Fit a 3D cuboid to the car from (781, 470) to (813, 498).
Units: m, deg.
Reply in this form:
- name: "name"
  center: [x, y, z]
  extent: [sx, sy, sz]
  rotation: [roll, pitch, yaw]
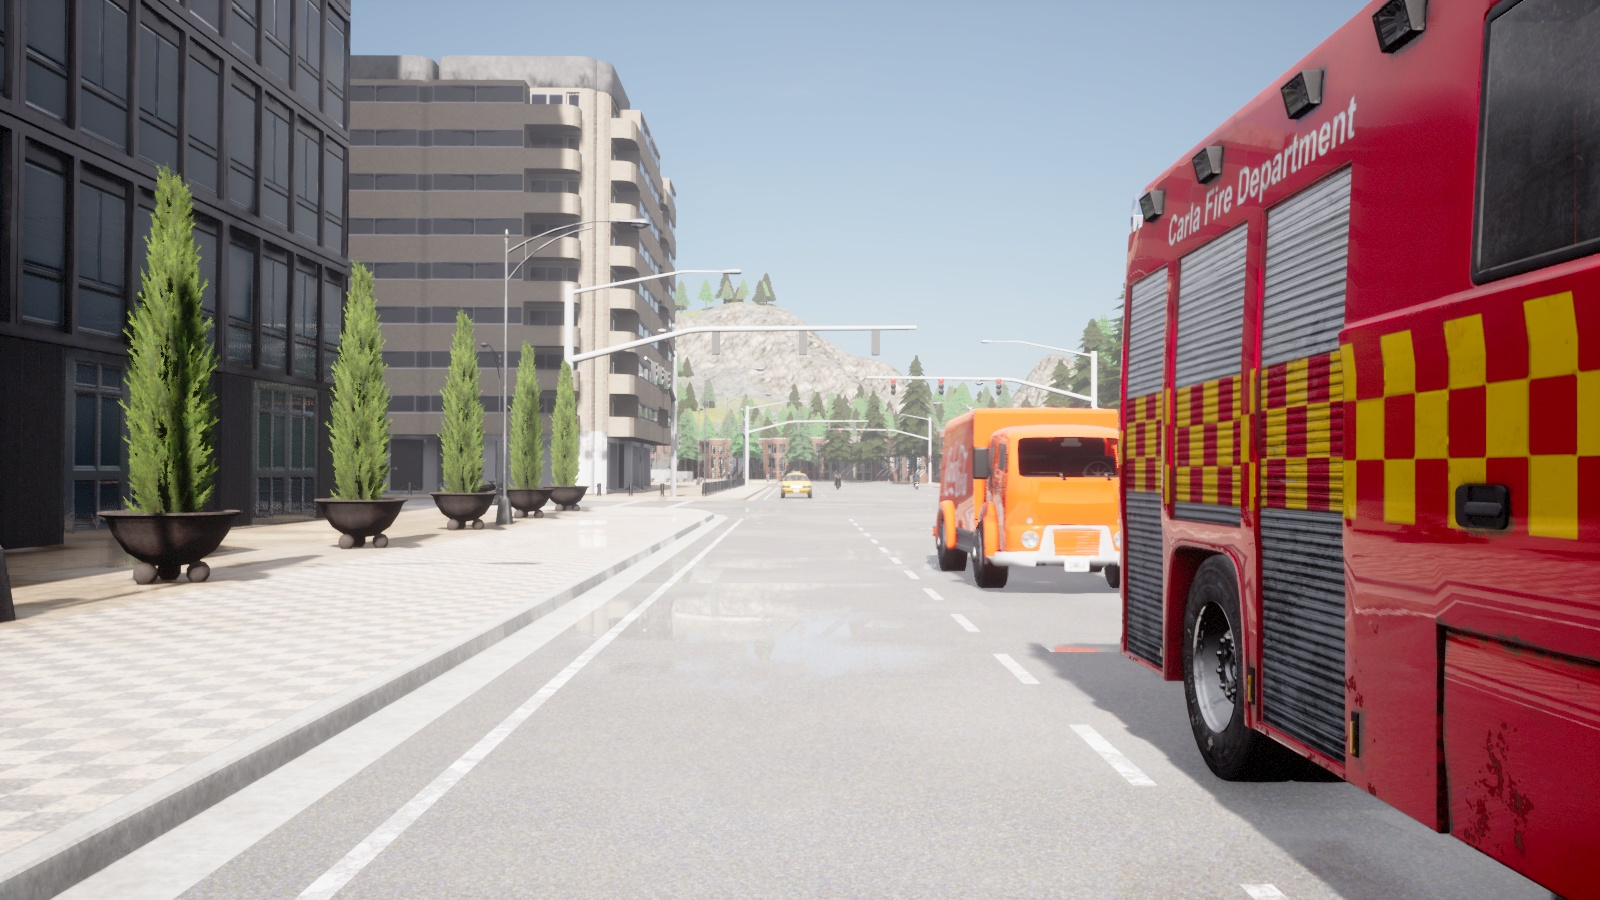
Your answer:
- name: "car"
  center: [-0.191, 1.988, 73.273]
  extent: [1.801, 1.575, 5.366]
  rotation: [0, -1, 0]

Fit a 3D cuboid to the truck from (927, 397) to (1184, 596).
- name: "truck"
  center: [3.458, 0.621, 18.302]
  extent: [2.627, 2.467, 5.204]
  rotation: [0, -1, 0]

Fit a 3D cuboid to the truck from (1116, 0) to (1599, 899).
- name: "truck"
  center: [3.485, -0.301, 3.774]
  extent: [2.891, 3.827, 8.468]
  rotation: [0, -1, 0]

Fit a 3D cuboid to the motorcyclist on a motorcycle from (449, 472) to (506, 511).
- name: "motorcyclist on a motorcycle"
  center: [-12.784, 1.628, 49.797]
  extent: [2.044, 1.523, 0.797]
  rotation: [0, -1, 0]
